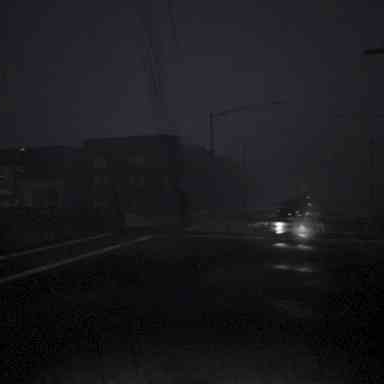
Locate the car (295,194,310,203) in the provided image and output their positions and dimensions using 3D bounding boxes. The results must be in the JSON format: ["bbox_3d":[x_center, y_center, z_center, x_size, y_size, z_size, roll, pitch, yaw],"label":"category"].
[{"bbox_3d":[10.538,1.214,33.341,1.994,1.385,4.181,-1,0,20],"label":"car"}]

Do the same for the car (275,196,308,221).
[{"bbox_3d":[7.339,1.246,24.537,1.837,1.490,4.892,-1,0,20],"label":"car"}]

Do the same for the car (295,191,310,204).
[{"bbox_3d":[17.126,0.816,51.449,2.097,1.767,4.553,-1,0,20],"label":"car"}]

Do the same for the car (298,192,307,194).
[{"bbox_3d":[13.650,1.110,41.862,2.033,1.411,5.357,-1,0,20],"label":"car"}]
